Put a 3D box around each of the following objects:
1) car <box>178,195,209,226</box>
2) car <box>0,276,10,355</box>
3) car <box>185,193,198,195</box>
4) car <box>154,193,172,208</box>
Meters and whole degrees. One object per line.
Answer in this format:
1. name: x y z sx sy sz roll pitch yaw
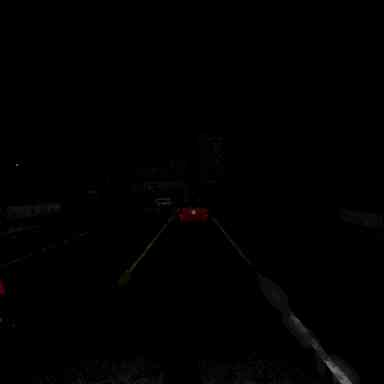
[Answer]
1. car: 0.102 1.343 23.562 2.097 1.767 4.553 0 0 0
2. car: -3.600 1.352 2.744 2.097 1.767 4.553 0 0 0
3. car: -0.061 1.205 42.772 2.150 2.045 5.566 0 0 -3
4. car: -4.168 1.204 47.398 2.150 2.045 5.566 0 0 -9
